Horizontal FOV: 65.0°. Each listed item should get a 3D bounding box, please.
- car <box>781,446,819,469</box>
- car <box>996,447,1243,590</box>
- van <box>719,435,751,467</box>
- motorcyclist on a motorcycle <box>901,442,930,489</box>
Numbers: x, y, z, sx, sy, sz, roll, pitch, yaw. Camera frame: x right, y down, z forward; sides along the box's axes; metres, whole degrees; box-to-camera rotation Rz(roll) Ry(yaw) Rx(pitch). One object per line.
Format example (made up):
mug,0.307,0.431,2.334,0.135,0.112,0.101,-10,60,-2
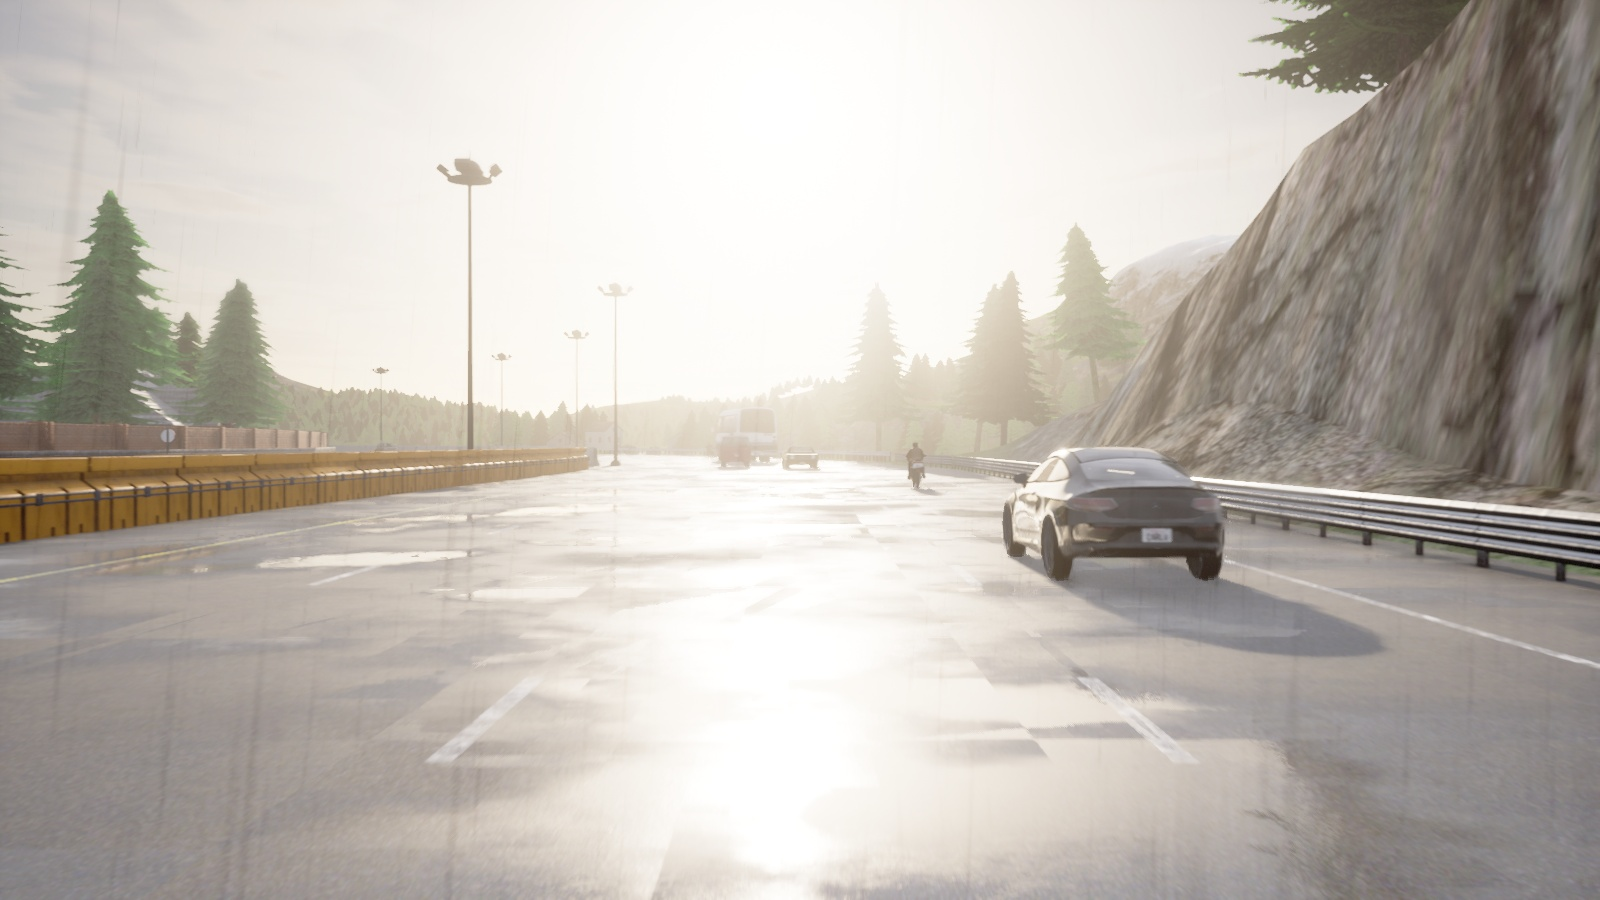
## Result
car,-0.043,0.433,73.466,1.895,1.301,4.718,0,0,-4
car,3.617,0.690,15.136,1.812,1.442,4.674,0,0,0
van,-4.155,0.048,79.462,1.775,1.987,4.442,0,0,-6
motorcyclist on a motorcycle,3.800,0.498,41.417,0.797,1.523,2.044,0,0,0
